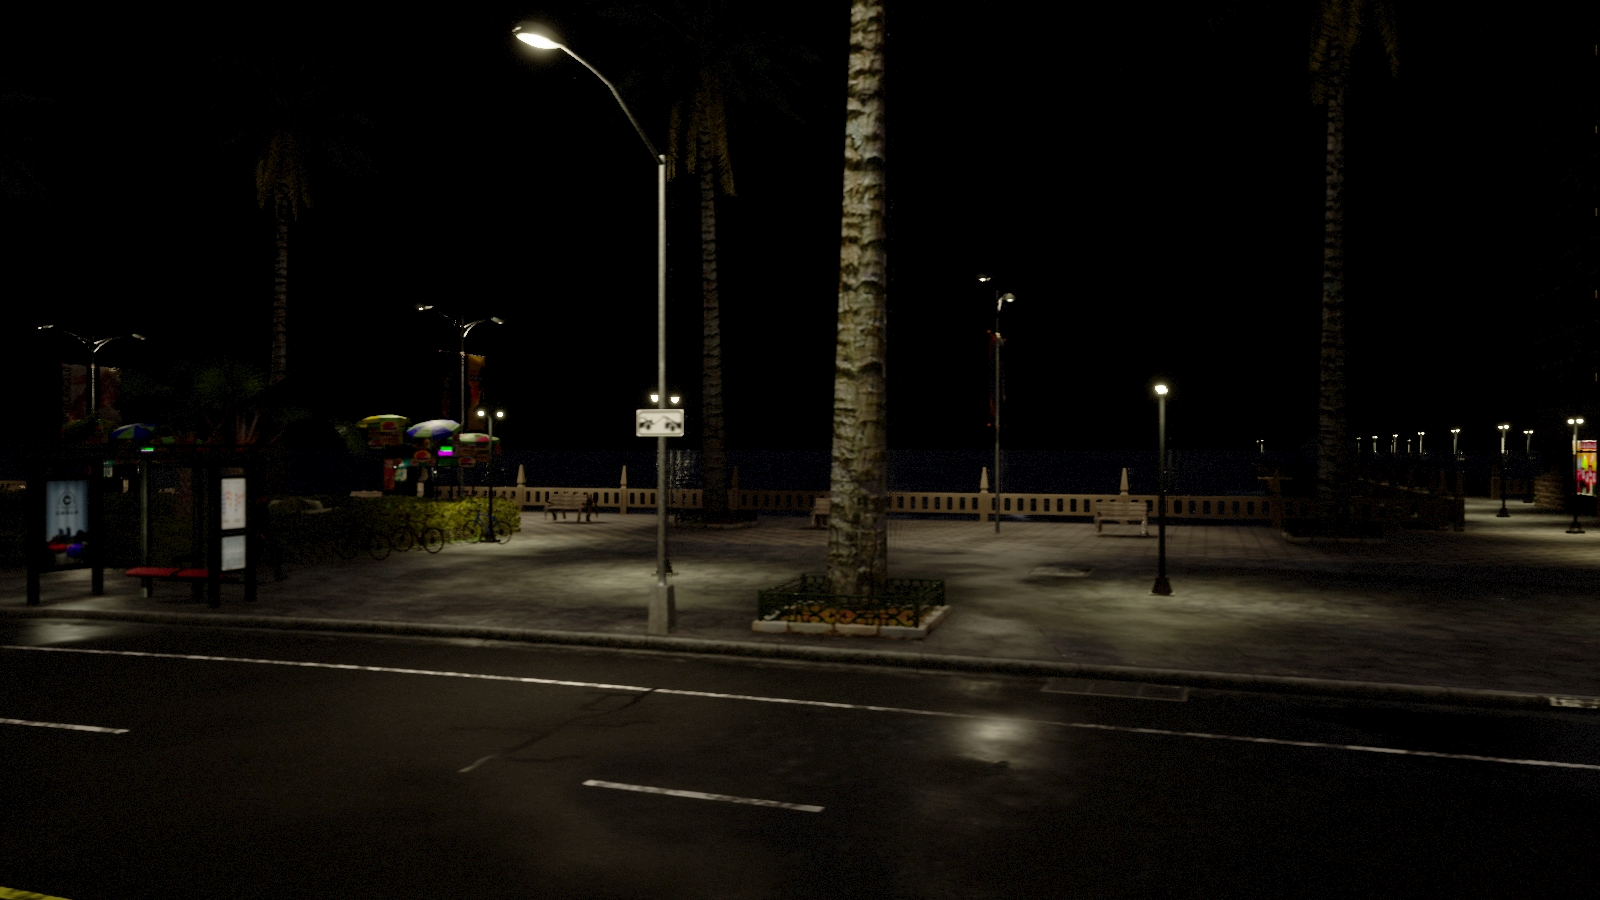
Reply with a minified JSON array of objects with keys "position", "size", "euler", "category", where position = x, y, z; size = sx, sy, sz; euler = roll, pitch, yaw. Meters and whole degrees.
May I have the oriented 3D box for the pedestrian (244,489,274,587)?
[{"position":[-10.508,1.697,22.182],"size":[0.375,1.860,0.375],"euler":[0,0,13],"category":"pedestrian"}]
